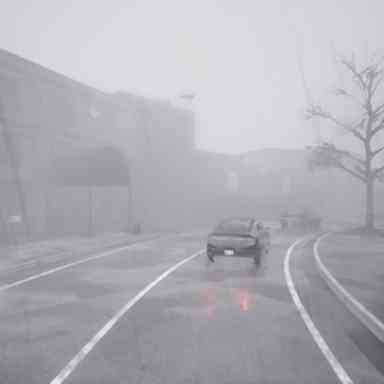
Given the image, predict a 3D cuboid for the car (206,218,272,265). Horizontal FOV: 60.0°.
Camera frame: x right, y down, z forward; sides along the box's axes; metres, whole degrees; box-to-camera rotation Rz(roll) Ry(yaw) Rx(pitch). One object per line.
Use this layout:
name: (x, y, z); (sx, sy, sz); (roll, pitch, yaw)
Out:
car: (1.918, 1.754, 12.793); (2.128, 1.511, 4.902); (0, -1, 18)

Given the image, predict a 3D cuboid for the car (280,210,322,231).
car: (8.424, 2.133, 25.503); (2.128, 1.511, 4.902); (0, -2, 38)
